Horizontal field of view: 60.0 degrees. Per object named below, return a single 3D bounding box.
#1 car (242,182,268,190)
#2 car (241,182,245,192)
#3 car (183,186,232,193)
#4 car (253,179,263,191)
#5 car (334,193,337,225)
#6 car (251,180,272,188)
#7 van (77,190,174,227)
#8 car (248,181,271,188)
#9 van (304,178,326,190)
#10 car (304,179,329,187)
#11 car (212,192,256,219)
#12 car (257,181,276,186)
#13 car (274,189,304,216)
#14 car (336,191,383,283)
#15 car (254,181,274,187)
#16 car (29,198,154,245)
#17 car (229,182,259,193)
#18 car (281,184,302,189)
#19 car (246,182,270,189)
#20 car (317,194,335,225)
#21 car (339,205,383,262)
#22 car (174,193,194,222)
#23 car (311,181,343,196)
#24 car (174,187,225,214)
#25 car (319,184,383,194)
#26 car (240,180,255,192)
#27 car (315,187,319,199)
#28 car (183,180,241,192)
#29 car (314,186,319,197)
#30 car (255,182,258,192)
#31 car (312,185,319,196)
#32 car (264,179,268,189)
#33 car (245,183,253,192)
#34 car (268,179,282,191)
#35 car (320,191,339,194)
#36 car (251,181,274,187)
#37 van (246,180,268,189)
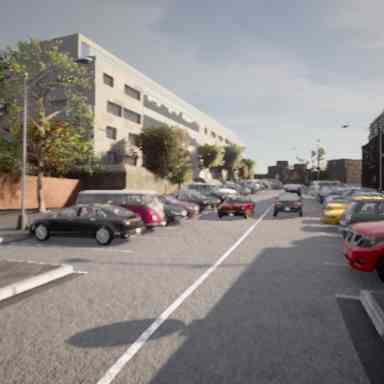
[{"bbox_3d":[12.642,-1.237,66.842,5.008,1.535,2.097,0,3,18],"label":"car"},{"bbox_3d":[3.210,0.009,37.622,4.553,1.767,2.185,0,3,18],"label":"car"},{"bbox_3d":[0.721,0.504,29.763,5.008,1.535,2.097,0,3,18],"label":"car"},{"bbox_3d":[7.522,-0.745,51.017,5.566,2.045,2.435,0,3,18],"label":"car"},{"bbox_3d":[8.287,1.073,13.132,4.553,1.767,2.185,0,3,18],"label":"car"},{"bbox_3d":[16.122,-1.866,77.573,4.553,1.767,2.185,0,3,18],"label":"car"},{"bbox_3d":[-3.445,0.897,16.438,4.442,1.987,1.878,0,2,18],"label":"van"},{"bbox_3d":[15.244,-1.615,74.931,4.892,1.521,2.231,0,3,18],"label":"car"},{"bbox_3d":[28.881,-2.007,76.697,4.442,1.987,1.878,0,3,18],"label":"van"},{"bbox_3d":[29.650,-2.157,79.377,5.566,2.045,2.435,0,3,18],"label":"car"},{"bbox_3d":[3.009,0.958,22.033,1.895,1.301,4.718,0,3,18],"label":"car"},{"bbox_3d":[20.336,-2.335,90.885,4.792,1.488,2.163,0,3,18],"label":"car"},{"bbox_3d":[6.771,0.801,23.318,1.812,1.442,4.674,0,3,18],"label":"car"},{"bbox_3d":[6.523,1.135,7.633,5.566,2.045,2.435,0,2,18],"label":"car"},{"bbox_3d":[18.628,-2.086,85.570,4.792,1.488,2.163,0,3,18],"label":"car"},{"bbox_3d":[-4.408,1.221,13.809,4.892,1.521,2.231,0,2,18],"label":"car"},{"bbox_3d":[8.433,-0.744,53.663,4.553,1.767,2.185,0,3,18],"label":"car"},{"bbox_3d":[12.157,-0.032,40.051,1.882,1.535,5.008,0,3,18],"label":"car"},{"bbox_3d":[14.378,-1.490,72.278,4.892,1.521,2.231,0,3,18],"label":"car"},{"bbox_3d":[9.041,1.068,15.982,5.366,1.575,1.946,0,3,18],"label":"car"},{"bbox_3d":[7.457,1.303,10.433,5.008,1.535,2.097,0,2,18],"label":"car"},{"bbox_3d":[-2.707,1.003,19.143,4.892,1.521,2.231,0,3,18],"label":"car"},{"bbox_3d":[15.514,0.023,35.610,4.553,1.767,2.185,0,3,18],"label":"car"},{"bbox_3d":[-0.145,0.629,27.111,4.892,1.521,2.231,0,3,18],"label":"car"},{"bbox_3d":[11.942,0.554,24.294,4.553,1.767,2.185,0,3,18],"label":"car"},{"bbox_3d":[5.811,-0.370,45.712,4.553,1.767,2.185,0,3,18],"label":"car"},{"bbox_3d":[12.839,0.578,27.096,4.792,1.488,2.163,0,3,18],"label":"car"},{"bbox_3d":[1.595,0.128,32.403,5.566,2.045,2.435,0,3,18],"label":"car"},{"bbox_3d":[13.707,0.457,29.902,4.674,1.452,2.002,0,3,18],"label":"car"},{"bbox_3d":[6.668,-0.340,48.375,4.792,1.488,2.163,0,3,18],"label":"car"},{"bbox_3d":[14.644,0.320,32.814,4.674,1.452,2.002,0,3,18],"label":"car"},{"bbox_3d":[11.791,-1.243,64.308,4.553,1.767,2.185,0,3,18],"label":"car"},{"bbox_3d":[5.015,-0.090,43.041,4.792,1.488,2.163,0,3,18],"label":"car"},{"bbox_3d":[15.862,-1.157,61.779,2.097,1.767,4.553,0,3,18],"label":"car"},{"bbox_3d":[10.292,0.940,18.665,5.366,1.575,1.946,0,3,18],"label":"car"},{"bbox_3d":[17.624,-1.995,82.960,5.366,1.575,1.946,0,3,18],"label":"car"},{"bbox_3d":[13.639,-1.592,69.573,4.442,1.987,1.878,0,3,18],"label":"van"}]
